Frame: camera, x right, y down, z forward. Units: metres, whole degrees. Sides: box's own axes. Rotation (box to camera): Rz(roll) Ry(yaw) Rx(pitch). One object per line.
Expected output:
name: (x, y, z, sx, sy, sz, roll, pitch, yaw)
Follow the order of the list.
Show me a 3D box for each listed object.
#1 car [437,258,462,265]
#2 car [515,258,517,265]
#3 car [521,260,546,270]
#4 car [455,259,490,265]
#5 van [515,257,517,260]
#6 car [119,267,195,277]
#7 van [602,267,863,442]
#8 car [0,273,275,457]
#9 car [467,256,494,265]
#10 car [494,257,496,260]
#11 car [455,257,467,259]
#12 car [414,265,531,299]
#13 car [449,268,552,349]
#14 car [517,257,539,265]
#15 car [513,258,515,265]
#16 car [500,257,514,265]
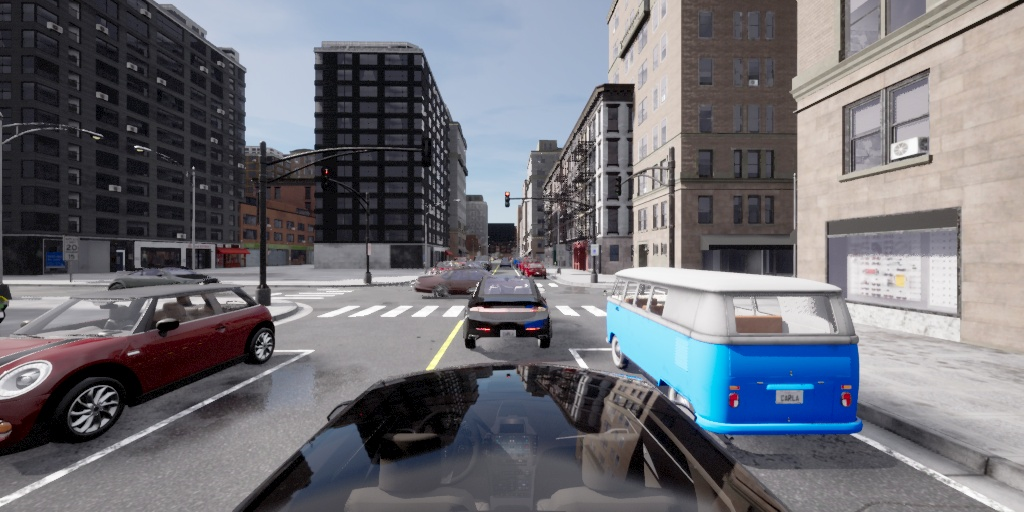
car: (-5.943, 1.190, 31.957, 1.967, 1.591, 4.097, 0, 0, -1)
car: (1.776, 1.294, 48.334, 1.888, 1.381, 4.507, 0, 0, -1)
car: (2.081, 1.295, 32.108, 1.888, 1.381, 4.507, 0, 0, -1)
car: (-3.392, 1.242, 31.606, 2.128, 1.511, 4.902, 0, 0, -1)
van: (1.674, 1.089, 53.743, 1.690, 1.789, 3.998, 0, 0, -1)
car: (-16.395, 1.234, 17.113, 4.181, 1.385, 1.994, 0, 0, 0)
van: (2.585, 1.091, 5.233, 1.690, 1.789, 3.998, 0, 0, -1)
car: (-5.439, 1.190, 5.082, 1.967, 1.591, 4.097, 0, 0, -1)
car: (-3.581, 0.972, 41.768, 2.150, 2.045, 5.566, 0, 0, 0)
car: (-3.776, 1.296, 52.170, 2.033, 1.411, 5.357, 0, 0, -1)
car: (-6.146, 1.065, 42.774, 2.192, 1.841, 5.009, 0, 0, -1)
car: (-1.941, 1.297, 17.397, 5.357, 1.411, 2.033, 0, 0, -1)
car: (-0.125, 1.242, 9.167, 2.128, 1.511, 4.902, 0, 0, -1)
car: (1.979, 1.065, 37.516, 2.192, 1.841, 5.009, 0, 0, -1)
car: (1.573, 1.312, 59.151, 1.948, 1.339, 4.313, 0, 0, -1)
car: (-1.124, 1.309, 62.268, 1.994, 1.385, 4.181, 0, 0, -1)
